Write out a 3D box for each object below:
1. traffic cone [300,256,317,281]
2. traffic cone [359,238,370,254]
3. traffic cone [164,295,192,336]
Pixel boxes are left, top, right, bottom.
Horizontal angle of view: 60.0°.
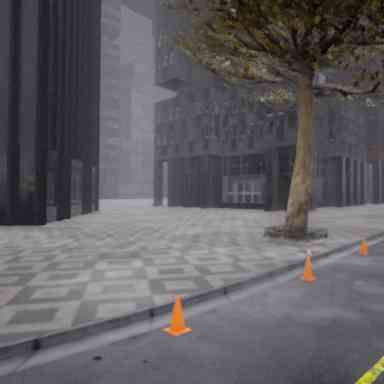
[{"bbox_3d":[3.108,2.014,8.875,0.340,0.580,0.340,-1,0,43],"label":"traffic cone"},{"bbox_3d":[6.498,2.017,12.551,0.340,0.580,0.340,-1,0,43],"label":"traffic cone"},{"bbox_3d":[-0.234,2.011,5.546,0.340,0.580,0.340,0,-1,-41],"label":"traffic cone"}]
